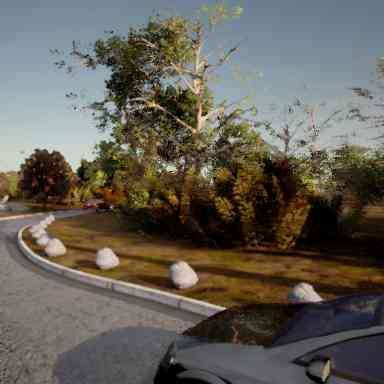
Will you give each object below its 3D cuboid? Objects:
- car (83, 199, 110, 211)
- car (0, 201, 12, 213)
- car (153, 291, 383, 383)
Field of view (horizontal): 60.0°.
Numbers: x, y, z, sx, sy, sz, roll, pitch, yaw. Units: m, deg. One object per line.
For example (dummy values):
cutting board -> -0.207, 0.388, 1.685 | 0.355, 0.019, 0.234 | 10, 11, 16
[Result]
car -> -13.767, 1.791, 48.236 | 2.097, 1.767, 4.553 | 0, 1, 13
car -> -25.484, 1.970, 44.385 | 1.812, 1.442, 4.674 | 0, -1, -17
car -> 1.677, 1.573, 2.696 | 4.181, 1.385, 1.994 | 0, 0, 36
